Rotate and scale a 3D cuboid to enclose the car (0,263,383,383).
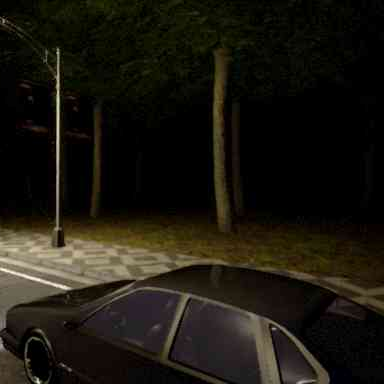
[{"bbox_3d":[0.148,1.534,3.457,5.357,1.411,2.033,1,0,35],"label":"car"}]
